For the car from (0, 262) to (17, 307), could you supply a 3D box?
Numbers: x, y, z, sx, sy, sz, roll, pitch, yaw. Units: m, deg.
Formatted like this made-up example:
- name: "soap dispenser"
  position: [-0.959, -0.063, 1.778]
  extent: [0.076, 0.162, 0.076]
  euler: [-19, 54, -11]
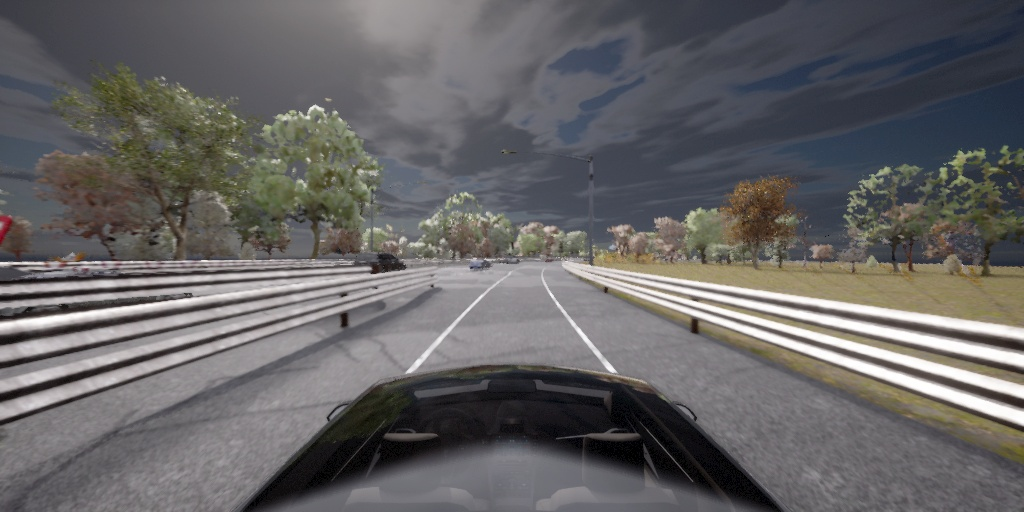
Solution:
- name: "car"
  position: [-18.295, 0.954, 10.038]
  extent: [1.837, 1.490, 4.892]
  euler: [0, 0, 9]

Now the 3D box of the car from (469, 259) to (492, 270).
- name: "car"
  position: [-4.149, 1.120, 47.715]
  extent: [2.033, 1.411, 5.357]
  euler: [0, 0, 12]

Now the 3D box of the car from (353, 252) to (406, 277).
- name: "car"
  position: [-11.158, 0.736, 30.577]
  extent: [2.150, 2.045, 5.566]
  euler: [0, 0, 11]

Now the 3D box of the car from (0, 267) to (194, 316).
- name: "car"
  position: [-11.262, 1.036, 9.663]
  extent: [1.994, 1.385, 4.181]
  euler: [0, 0, 9]
